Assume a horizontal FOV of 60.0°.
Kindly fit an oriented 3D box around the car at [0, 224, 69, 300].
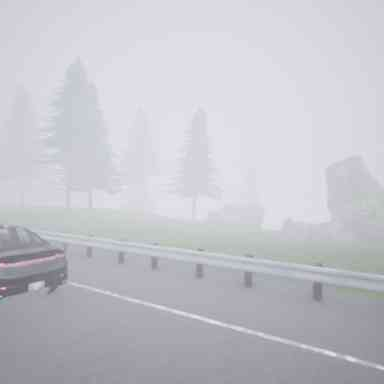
[{"bbox_3d":[-4.776,1.476,7.424,4.902,1.511,2.128,0,0,36],"label":"car"}]
